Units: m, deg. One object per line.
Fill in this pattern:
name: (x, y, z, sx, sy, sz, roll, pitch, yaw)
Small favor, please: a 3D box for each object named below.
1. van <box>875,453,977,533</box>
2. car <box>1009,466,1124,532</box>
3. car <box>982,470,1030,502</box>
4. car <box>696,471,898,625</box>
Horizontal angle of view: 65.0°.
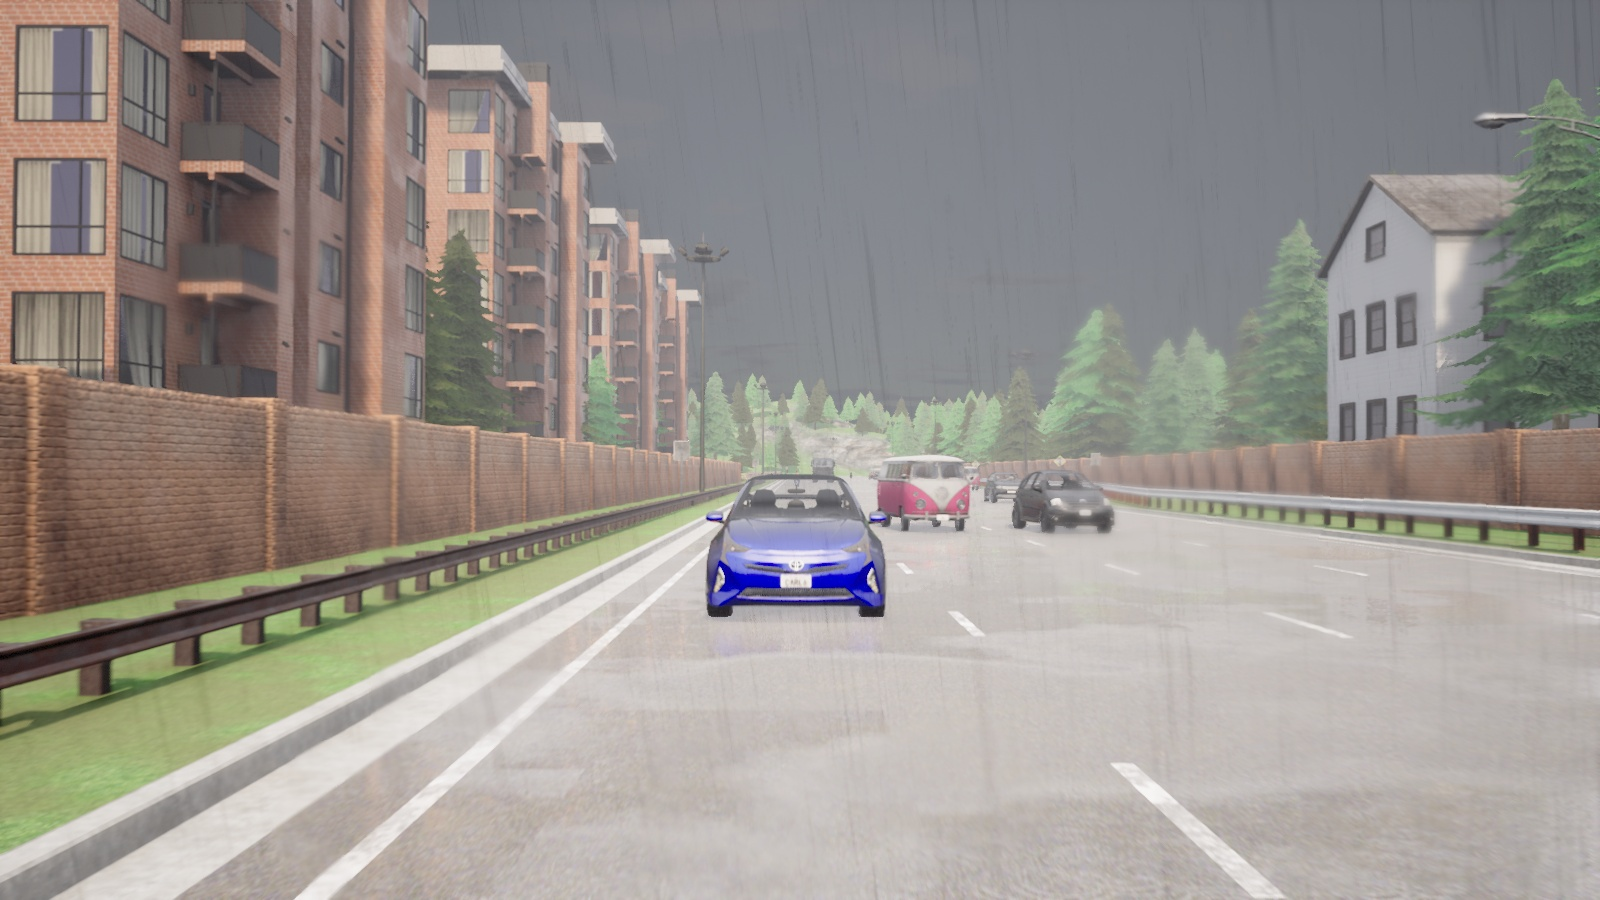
van: (3.290, 1.115, 33.530, 1.775, 1.987, 4.442, 0, -1, -7)
car: (6.890, 1.236, 32.905, 1.851, 1.617, 3.988, 0, -1, -5)
car: (10.347, 1.809, 63.153, 1.789, 1.549, 3.705, 0, -1, 0)
car: (-0.036, 1.008, 14.748, 2.007, 1.525, 4.514, 0, -1, 0)
